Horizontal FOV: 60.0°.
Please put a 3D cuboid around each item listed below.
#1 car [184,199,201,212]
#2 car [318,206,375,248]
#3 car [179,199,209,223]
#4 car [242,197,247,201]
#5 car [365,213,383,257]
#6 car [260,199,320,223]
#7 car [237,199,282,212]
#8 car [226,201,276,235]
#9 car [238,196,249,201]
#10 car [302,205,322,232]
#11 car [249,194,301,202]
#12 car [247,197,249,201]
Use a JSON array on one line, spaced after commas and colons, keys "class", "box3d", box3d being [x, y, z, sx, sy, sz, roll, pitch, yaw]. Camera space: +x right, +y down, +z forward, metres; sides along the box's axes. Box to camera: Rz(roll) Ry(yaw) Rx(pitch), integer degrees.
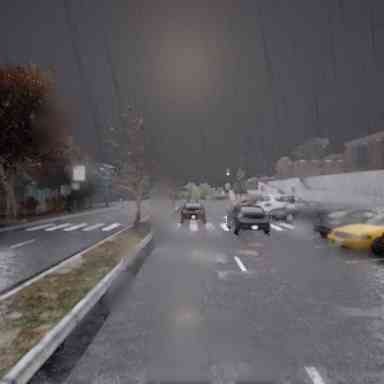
[{"class": "car", "box3d": [0.103, 1.627, 41.239, 1.994, 1.385, 4.181, 0, 0, 0]}, {"class": "car", "box3d": [7.898, 1.473, 13.072, 5.366, 1.575, 1.946, 1, 0, -20]}, {"class": "car", "box3d": [0.102, 1.503, 25.697, 1.837, 1.490, 4.892, 0, 0, 0]}, {"class": "car", "box3d": [8.066, 1.520, 34.012, 4.892, 1.521, 2.231, 1, -1, -20]}, {"class": "car", "box3d": [8.097, 1.513, 10.167, 4.792, 1.488, 2.163, 1, 0, -20]}, {"class": "car", "box3d": [8.081, 1.489, 25.061, 4.892, 1.521, 2.231, 1, 0, -20]}, {"class": "car", "box3d": [8.098, 1.578, 39.989, 4.792, 1.488, 2.163, 1, -1, -20]}, {"class": "car", "box3d": [3.101, 1.491, 18.842, 1.837, 1.490, 4.892, 0, 0, 0]}, {"class": "car", "box3d": [8.246, 1.532, 37.060, 5.366, 1.575, 1.946, 1, -1, -20]}, {"class": "car", "box3d": [8.067, 1.518, 16.120, 4.674, 1.452, 2.002, 1, 0, -20]}, {"class": "car", "box3d": [8.101, 1.244, 28.063, 5.566, 2.045, 2.435, 1, 0, -20]}, {"class": "car", "box3d": [8.078, 1.506, 31.027, 5.008, 1.535, 2.097, 1, 0, -20]}]
